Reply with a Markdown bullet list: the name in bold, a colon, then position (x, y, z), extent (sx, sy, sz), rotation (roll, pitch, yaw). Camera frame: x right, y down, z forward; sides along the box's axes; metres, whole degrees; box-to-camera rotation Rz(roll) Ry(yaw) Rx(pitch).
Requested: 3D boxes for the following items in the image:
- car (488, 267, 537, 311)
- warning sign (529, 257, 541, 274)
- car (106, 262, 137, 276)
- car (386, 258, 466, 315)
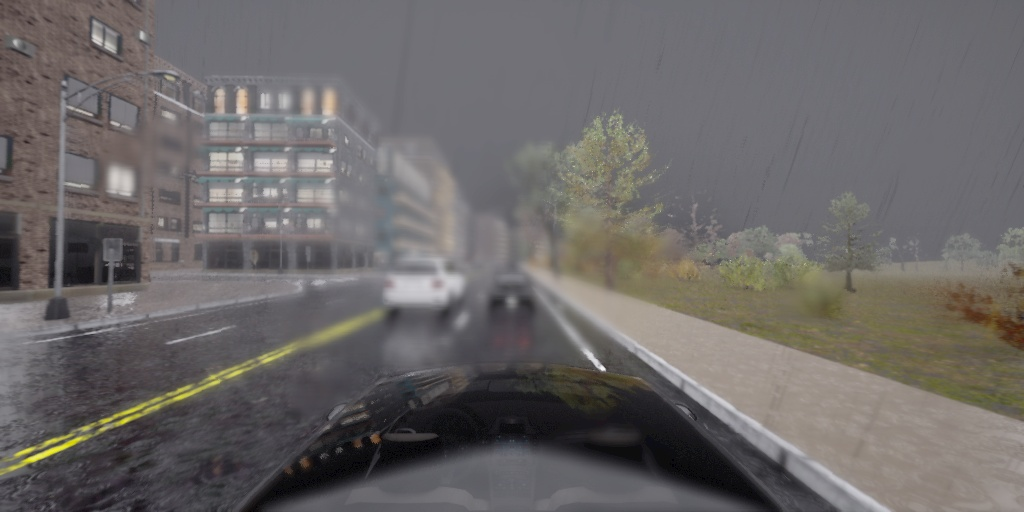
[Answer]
- **car**: position (0.022, 1.405, 15.343), extent (1.837, 1.490, 4.892), rotation (0, 0, 1)
- **warning sign**: position (2.842, 1.361, 47.155), extent (1.300, 1.860, 1.060), rotation (0, 0, 0)
- **car**: position (-37.679, 1.230, 34.296), extent (4.207, 1.307, 1.802), rotation (0, 0, -2)
- **car**: position (-3.240, 1.113, 14.447), extent (2.150, 2.045, 5.566), rotation (0, 0, 0)
